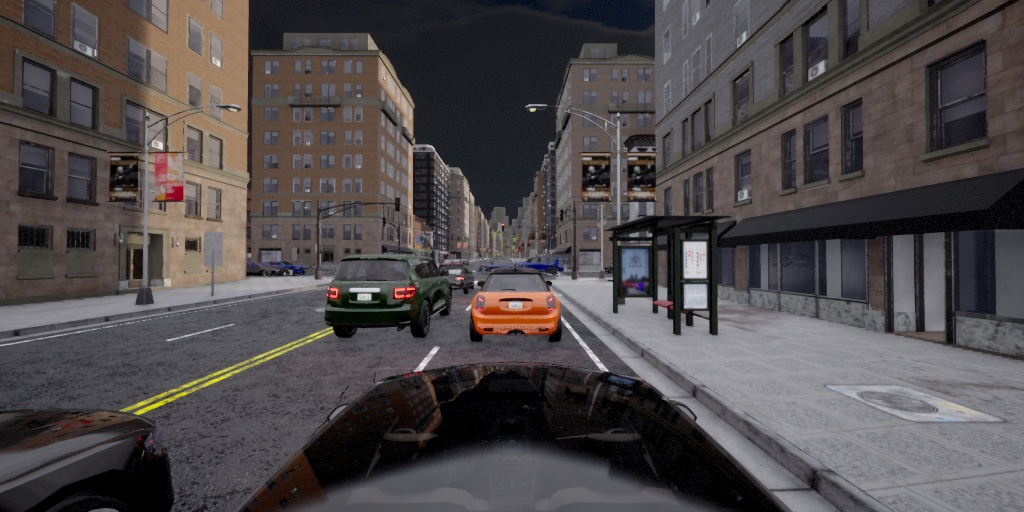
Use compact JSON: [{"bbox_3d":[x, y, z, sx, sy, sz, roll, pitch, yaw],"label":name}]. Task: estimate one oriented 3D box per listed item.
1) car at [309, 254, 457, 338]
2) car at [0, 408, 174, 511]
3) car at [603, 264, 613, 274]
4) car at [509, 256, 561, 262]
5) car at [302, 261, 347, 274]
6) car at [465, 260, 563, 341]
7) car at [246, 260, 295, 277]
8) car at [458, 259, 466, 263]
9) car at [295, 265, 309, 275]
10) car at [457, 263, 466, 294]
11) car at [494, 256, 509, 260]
[{"bbox_3d":[-3.173,0.975,10.373,2.150,2.045,5.566,0,0,0],"label":"car"},{"bbox_3d":[-3.144,1.241,0.336,2.128,1.511,4.902,0,0,0],"label":"car"},{"bbox_3d":[13.052,1.234,42.143,4.553,1.767,2.097,0,-1,0],"label":"car"},{"bbox_3d":[2.775,1.032,38.841,5.566,2.045,2.150,1,-1,0],"label":"car"},{"bbox_3d":[-21.862,1.330,41.932,4.181,1.385,1.994,0,-1,0],"label":"car"},{"bbox_3d":[0.079,1.105,9.988,2.097,1.767,4.553,0,0,0],"label":"car"},{"bbox_3d":[-22.923,1.177,31.978,5.357,1.411,2.033,0,-1,0],"label":"car"},{"bbox_3d":[-9.966,1.297,64.364,1.812,1.442,4.674,0,0,0],"label":"car"},{"bbox_3d":[-22.793,1.152,35.228,5.008,1.535,1.882,0,-1,0],"label":"car"},{"bbox_3d":[-3.202,1.283,20.080,1.812,1.442,4.674,0,0,0],"label":"car"},{"bbox_3d":[-1.786,1.190,42.056,4.553,1.767,2.097,0,-1,0],"label":"car"}]
